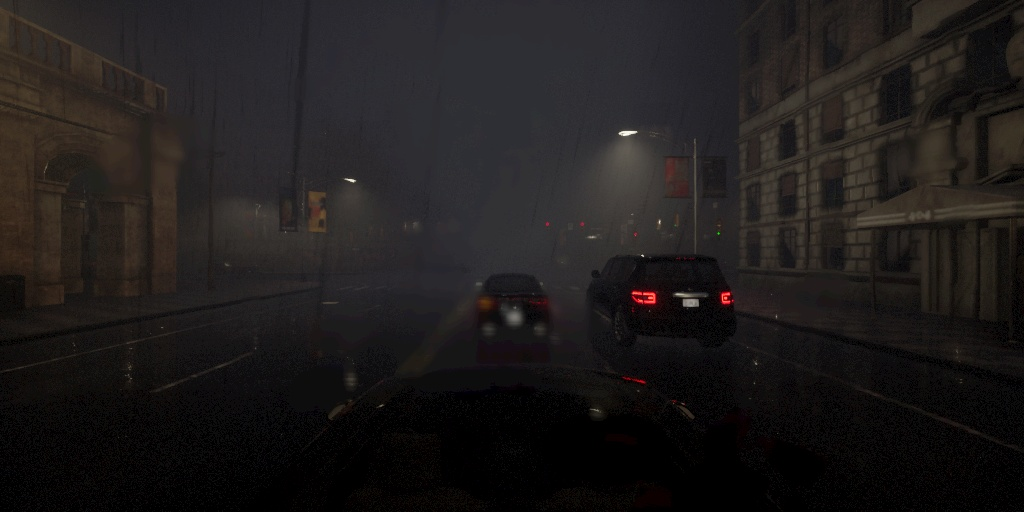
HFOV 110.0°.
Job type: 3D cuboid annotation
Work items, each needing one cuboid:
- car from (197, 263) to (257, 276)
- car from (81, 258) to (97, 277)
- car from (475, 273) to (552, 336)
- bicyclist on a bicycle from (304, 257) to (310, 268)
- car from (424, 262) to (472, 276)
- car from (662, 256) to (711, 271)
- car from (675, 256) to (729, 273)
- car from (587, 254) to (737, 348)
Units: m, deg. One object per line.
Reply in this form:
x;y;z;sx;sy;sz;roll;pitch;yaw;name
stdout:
-28.305;1.350;35.766;4.718;1.301;1.895;0;0;0;car
-44.721;1.227;35.669;5.008;1.535;1.882;0;0;0;car
-0.011;1.228;10.494;1.882;1.535;5.008;0;0;-2;car
-31.577;1.050;55.228;0.582;1.620;1.656;0;0;0;bicyclist on a bicycle
-6.389;1.275;35.908;4.674;1.442;1.812;0;0;0;car
23.182;0.971;47.781;5.566;2.045;2.150;0;0;0;car
23.387;0.971;44.270;5.566;2.045;2.150;0;0;1;car
3.455;0.971;9.415;2.150;2.045;5.566;0;0;2;car
